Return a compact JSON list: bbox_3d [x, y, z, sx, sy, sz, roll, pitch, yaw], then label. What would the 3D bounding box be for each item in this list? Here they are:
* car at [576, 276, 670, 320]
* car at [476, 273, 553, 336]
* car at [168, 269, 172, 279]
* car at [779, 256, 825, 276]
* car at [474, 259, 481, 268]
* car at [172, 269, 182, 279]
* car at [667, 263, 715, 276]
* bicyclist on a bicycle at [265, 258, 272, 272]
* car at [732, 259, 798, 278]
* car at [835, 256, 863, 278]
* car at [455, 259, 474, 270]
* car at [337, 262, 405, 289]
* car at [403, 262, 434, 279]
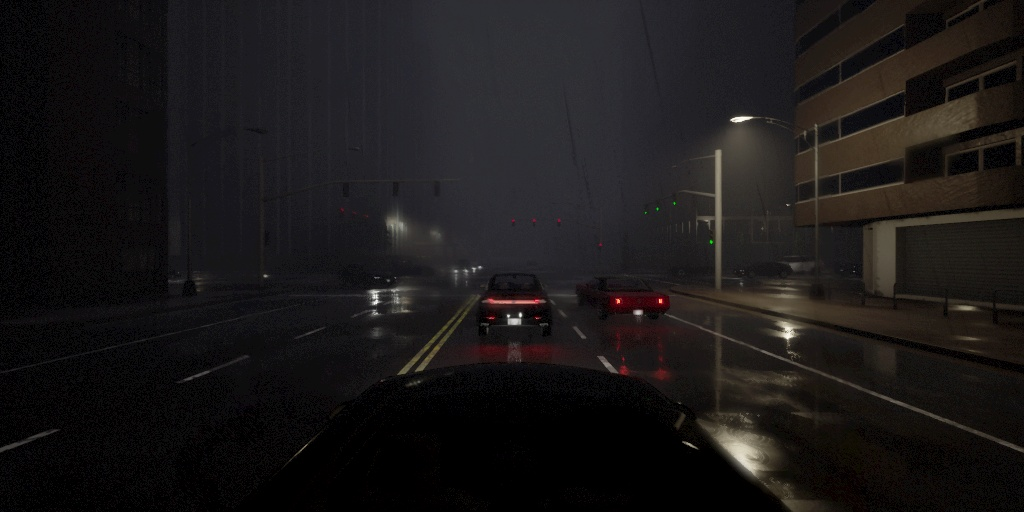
[{"bbox_3d":[3.591,1.351,12.659,1.895,1.301,4.718,0,0,-2],"label":"car"},{"bbox_3d":[0.075,1.242,10.368,2.128,1.511,4.902,0,0,0],"label":"car"},{"bbox_3d":[-28.661,1.351,26.575,4.718,1.301,1.895,0,0,1],"label":"car"},{"bbox_3d":[28.652,0.971,36.643,5.566,2.045,2.150,0,0,1],"label":"car"},{"bbox_3d":[-7.014,1.276,62.297,1.812,1.442,4.674,0,0,0],"label":"car"},{"bbox_3d":[-31.123,1.297,30.104,5.357,1.411,2.033,0,0,1],"label":"car"},{"bbox_3d":[18.549,1.351,36.776,4.718,1.301,1.895,0,0,1],"label":"car"},{"bbox_3d":[-28.736,1.051,42.057,0.582,1.620,1.656,0,0,1],"label":"bicyclist on a bicycle"},{"bbox_3d":[23.103,1.255,33.204,4.892,1.490,1.837,0,0,1],"label":"car"},{"bbox_3d":[33.271,0.974,33.090,5.566,2.045,2.150,0,0,1],"label":"car"},{"bbox_3d":[-7.043,1.255,52.213,1.837,1.490,4.892,0,0,0],"label":"car"},{"bbox_3d":[-9.476,1.256,23.313,4.892,1.490,1.837,0,-2,36],"label":"car"},{"bbox_3d":[-9.446,1.241,31.888,4.902,1.511,2.128,0,0,-20],"label":"car"}]
